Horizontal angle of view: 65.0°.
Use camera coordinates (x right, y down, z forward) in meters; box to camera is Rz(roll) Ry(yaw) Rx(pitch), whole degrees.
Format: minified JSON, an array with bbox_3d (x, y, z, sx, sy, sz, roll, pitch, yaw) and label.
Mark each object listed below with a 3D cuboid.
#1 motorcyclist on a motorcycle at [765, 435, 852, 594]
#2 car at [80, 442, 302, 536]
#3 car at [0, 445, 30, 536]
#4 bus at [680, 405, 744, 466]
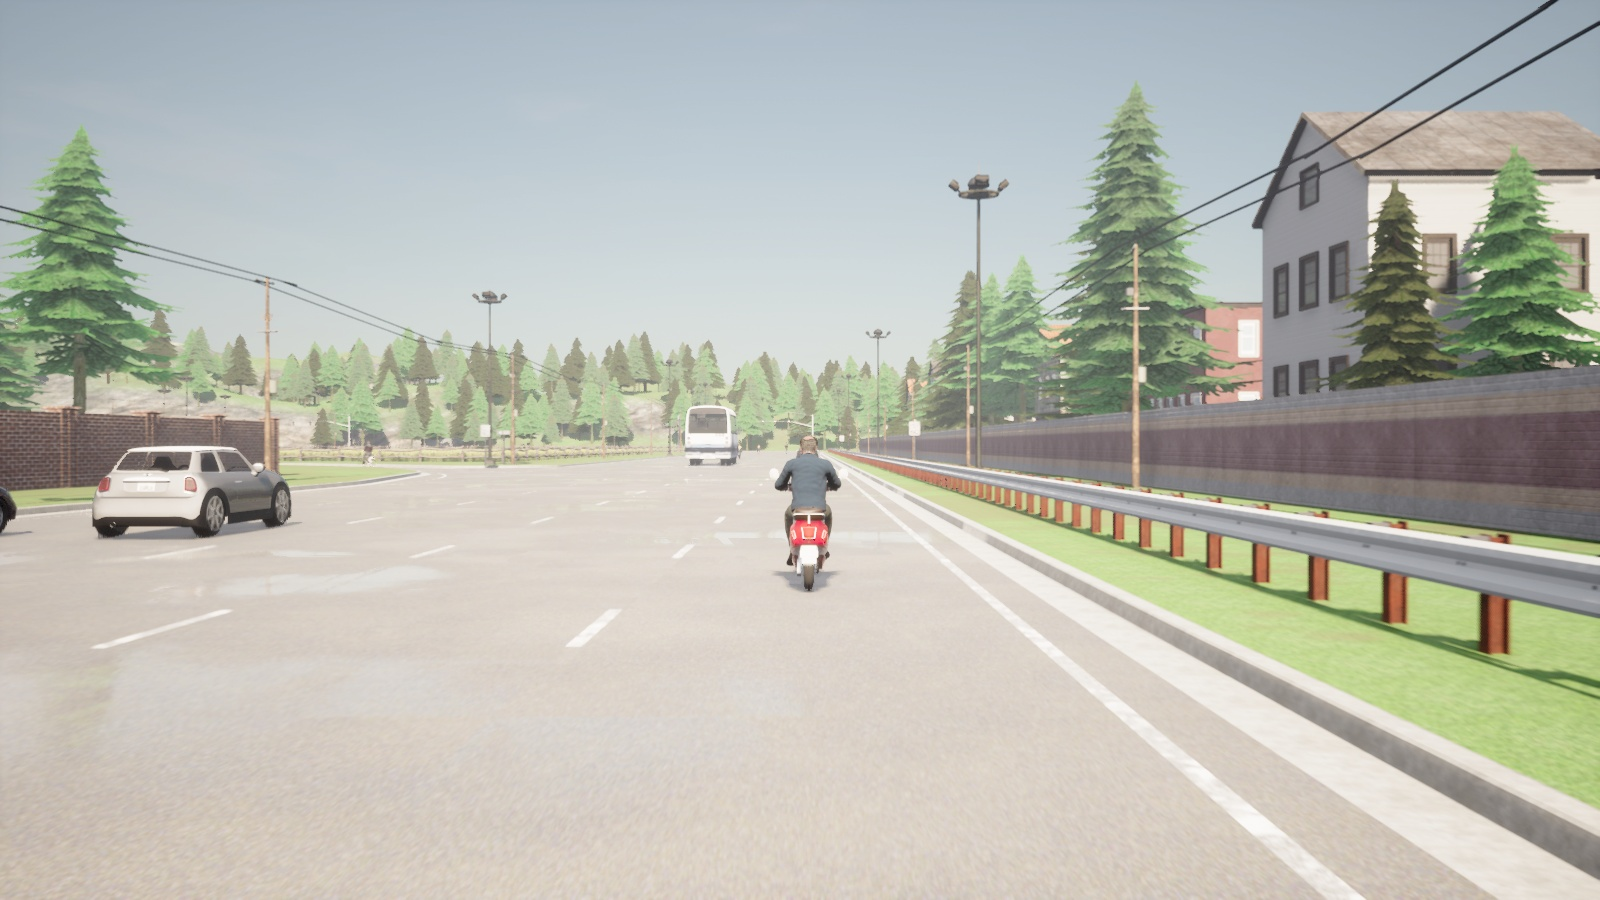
[{"bbox_3d":[0.093,0.641,13.453,0.866,1.590,1.817,0,0,0],"label":"motorcyclist on a motorcycle"},{"bbox_3d":[-10.359,0.608,21.699,1.970,1.475,3.806,0,0,0],"label":"car"},{"bbox_3d":[-13.875,0.666,19.025,1.816,1.474,4.193,0,0,0],"label":"car"},{"bbox_3d":[-6.443,-1.047,93.789,3.944,4.253,10.273,0,0,0],"label":"bus"}]
